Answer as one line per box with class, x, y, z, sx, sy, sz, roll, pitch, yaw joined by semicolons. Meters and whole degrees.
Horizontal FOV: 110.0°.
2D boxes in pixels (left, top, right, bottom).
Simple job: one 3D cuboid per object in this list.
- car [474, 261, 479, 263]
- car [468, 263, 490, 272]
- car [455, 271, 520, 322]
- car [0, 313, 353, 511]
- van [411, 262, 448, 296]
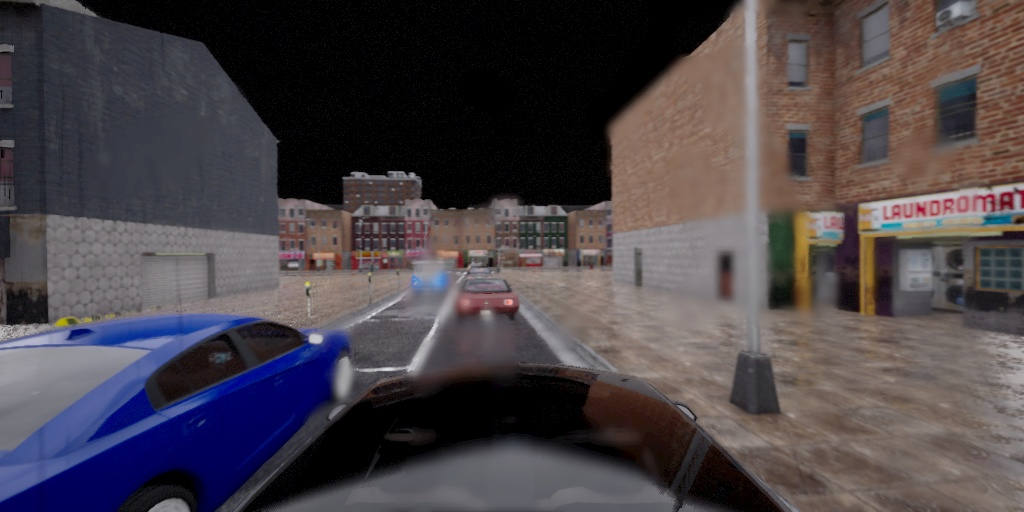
car;-4.033;1.378;40.448;1.801;1.575;5.366;-1;0;-6
car;-2.228;1.393;24.528;2.033;1.411;5.357;-1;0;-6
car;-0.937;1.393;12.561;1.895;1.301;4.718;-1;0;-6
car;-3.075;1.268;3.308;1.882;1.535;5.008;-1;0;-6
van;-4.493;1.198;20.097;1.690;1.789;3.998;0;0;-6
